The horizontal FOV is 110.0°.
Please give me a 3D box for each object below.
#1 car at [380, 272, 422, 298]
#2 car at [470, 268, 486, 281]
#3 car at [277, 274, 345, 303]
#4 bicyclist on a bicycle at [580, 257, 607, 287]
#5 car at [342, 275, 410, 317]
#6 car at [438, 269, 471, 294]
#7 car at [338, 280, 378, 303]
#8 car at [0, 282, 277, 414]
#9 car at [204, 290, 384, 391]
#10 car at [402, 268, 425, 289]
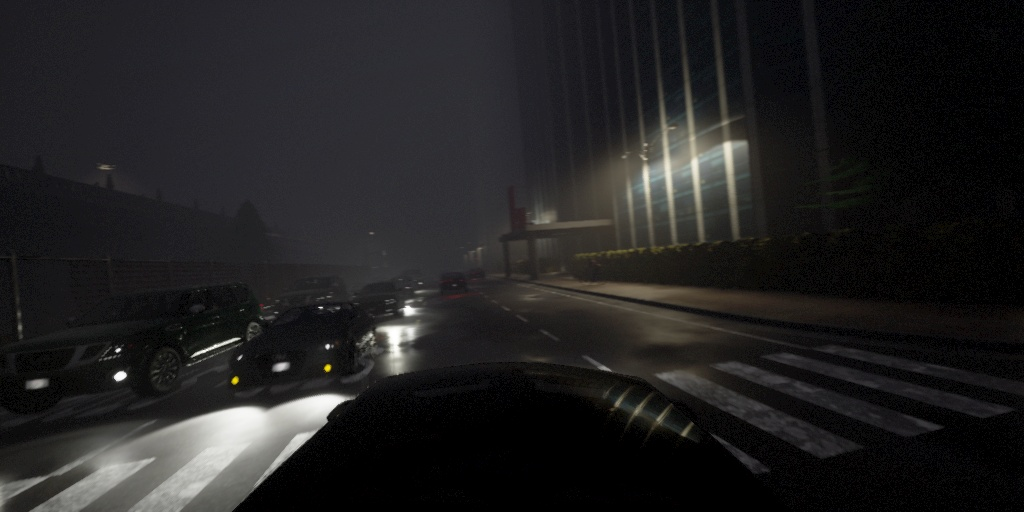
[{"bbox_3d":[-8.036,2.252,26.128,2.128,1.511,4.902,-5,-1,-12],"label":"car"},{"bbox_3d":[-4.441,2.170,44.124,1.882,1.535,5.008,-5,-1,-11],"label":"car"},{"bbox_3d":[-10.057,2.053,18.490,2.150,2.045,5.566,-5,-1,-12],"label":"car"},{"bbox_3d":[4.591,0.884,20.295,1.656,1.620,0.582,-5,-1,-12],"label":"bicyclist on a bicycle"},{"bbox_3d":[-6.139,1.948,16.837,1.882,1.535,5.008,-5,-1,-12],"label":"car"},{"bbox_3d":[-4.476,1.942,27.114,1.882,1.535,5.008,-5,-1,-12],"label":"car"},{"bbox_3d":[-12.050,2.742,28.416,1.895,1.301,4.718,-5,-1,-12],"label":"car"},{"bbox_3d":[-8.008,1.738,8.337,2.150,2.045,5.566,-5,-1,-11],"label":"car"},{"bbox_3d":[-4.333,1.758,8.044,1.994,1.385,4.181,-5,-1,-12],"label":"car"},{"bbox_3d":[-10.130,2.302,36.360,2.150,2.045,5.566,-5,-1,-11],"label":"car"}]
